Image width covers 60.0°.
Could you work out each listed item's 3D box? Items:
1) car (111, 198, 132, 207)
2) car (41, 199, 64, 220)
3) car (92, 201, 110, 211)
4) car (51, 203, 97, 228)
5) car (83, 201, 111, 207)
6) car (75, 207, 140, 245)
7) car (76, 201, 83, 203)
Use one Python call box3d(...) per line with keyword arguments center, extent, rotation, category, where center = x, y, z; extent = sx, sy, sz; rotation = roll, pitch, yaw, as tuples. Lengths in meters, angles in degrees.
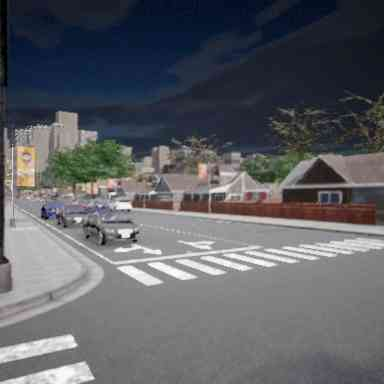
box3d(center=(-10.413, 1.905, 47.844), extent=(2.150, 2.045, 5.566), rotation=(0, -1, -29), category="car")
box3d(center=(-14.641, 1.793, 35.374), extent=(2.150, 2.045, 5.566), rotation=(0, -1, -30), category="car")
box3d(center=(-15.560, 2.363, 56.831), extent=(1.812, 1.442, 4.674), rotation=(0, -1, -30), category="car")
box3d(center=(-9.361, 1.901, 26.106), extent=(2.128, 1.511, 4.902), rotation=(0, -1, -30), category="car")
box3d(center=(-13.324, 2.045, 46.417), extent=(2.097, 1.767, 4.553), rotation=(0, -1, -29), category="car")
box3d(center=(-4.226, 1.741, 17.085), extent=(2.128, 1.511, 4.902), rotation=(0, -1, -31), category="car")
box3d(center=(-18.369, 2.195, 55.196), extent=(2.097, 1.767, 4.553), rotation=(0, -1, -30), category="car")
